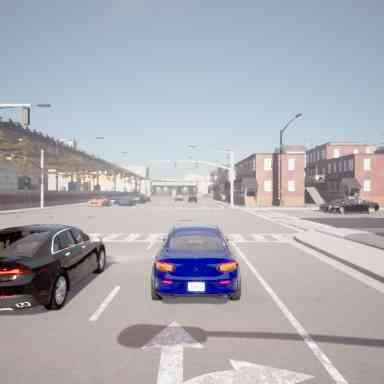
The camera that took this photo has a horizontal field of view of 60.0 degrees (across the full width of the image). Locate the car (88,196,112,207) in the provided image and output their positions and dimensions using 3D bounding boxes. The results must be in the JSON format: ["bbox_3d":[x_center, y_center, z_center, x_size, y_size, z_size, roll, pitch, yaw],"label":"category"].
[{"bbox_3d":[-13.994,1.352,49.687,2.097,1.767,4.553,0,0,0],"label":"car"}]

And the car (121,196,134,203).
[{"bbox_3d":[-13.866,1.524,71.349,1.812,1.442,4.674,0,0,0],"label":"car"}]

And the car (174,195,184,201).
[{"bbox_3d":[-3.346,1.595,82.110,1.895,1.301,4.718,0,0,0],"label":"car"}]

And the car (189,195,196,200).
[{"bbox_3d":[0.173,1.478,91.935,1.882,1.535,5.008,0,0,0],"label":"car"}]

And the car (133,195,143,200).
[{"bbox_3d":[-13.839,1.414,85.921,1.812,1.442,4.674,0,0,0],"label":"car"}]

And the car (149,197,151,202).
[{"bbox_3d":[-10.359,1.552,75.073,1.994,1.385,4.181,0,0,0],"label":"car"}]

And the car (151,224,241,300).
[{"bbox_3d":[0.093,1.526,8.245,1.812,1.442,4.674,0,0,0],"label":"car"}]

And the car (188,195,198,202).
[{"bbox_3d":[0.146,1.500,73.280,1.837,1.490,4.892,0,0,0],"label":"car"}]

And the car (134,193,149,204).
[{"bbox_3d":[-10.410,1.223,65.047,2.150,2.045,5.566,0,0,0],"label":"car"}]

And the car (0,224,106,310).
[{"bbox_3d":[-3.414,1.505,7.788,1.837,1.490,4.892,0,0,0],"label":"car"}]

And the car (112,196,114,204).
[{"bbox_3d":[-13.946,1.493,60.887,2.128,1.511,4.902,0,0,0],"label":"car"}]

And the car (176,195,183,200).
[{"bbox_3d":[-3.327,1.524,92.156,1.812,1.442,4.674,0,0,0],"label":"car"}]

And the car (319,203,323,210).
[{"bbox_3d":[17.092,1.505,38.050,4.892,1.490,1.837,0,0,0],"label":"car"}]

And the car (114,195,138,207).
[{"bbox_3d":[-10.480,1.548,53.037,2.033,1.411,5.357,0,0,0],"label":"car"}]

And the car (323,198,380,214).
[{"bbox_3d":[16.787,1.492,34.543,4.902,1.511,2.128,0,0,0],"label":"car"}]
